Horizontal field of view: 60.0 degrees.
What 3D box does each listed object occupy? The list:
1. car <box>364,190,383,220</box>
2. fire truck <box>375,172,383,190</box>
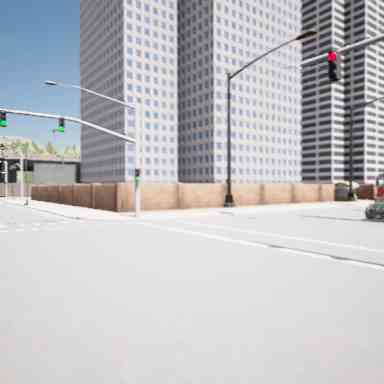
[{"bbox_3d":[13.585,0.950,22.373,4.553,1.767,2.097,-1,1,-36],"label":"car"},{"bbox_3d":[21.087,-0.242,32.000,8.468,3.827,2.891,-1,1,-36],"label":"fire truck"}]
